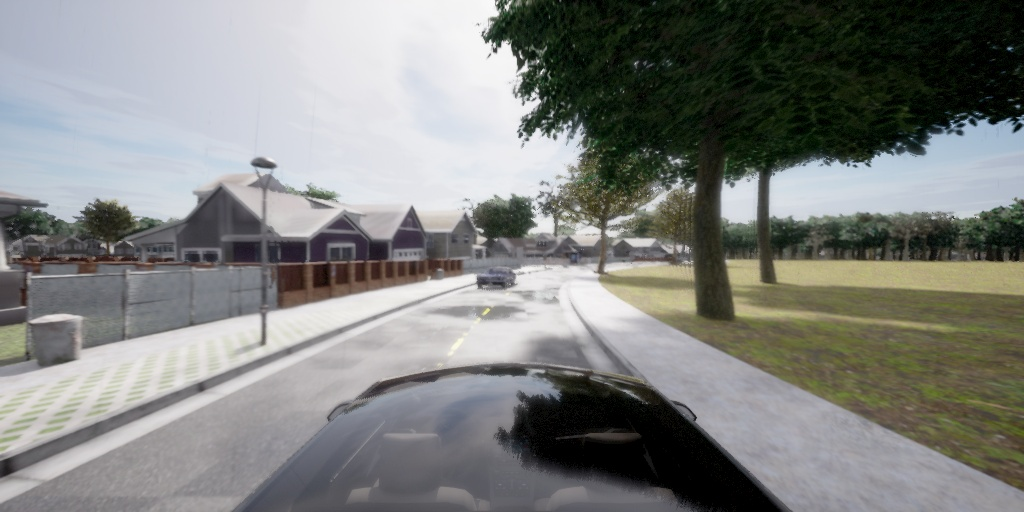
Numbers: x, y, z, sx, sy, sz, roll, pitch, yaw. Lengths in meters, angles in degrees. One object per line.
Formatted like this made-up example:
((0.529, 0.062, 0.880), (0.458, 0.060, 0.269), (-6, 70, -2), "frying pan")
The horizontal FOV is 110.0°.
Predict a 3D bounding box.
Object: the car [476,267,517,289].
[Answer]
((-0.967, 1.408, 23.814), (1.895, 1.301, 4.718), (0, 0, 10), "car")
